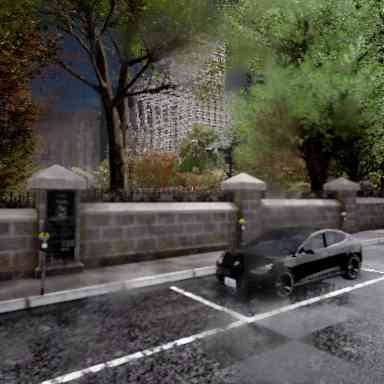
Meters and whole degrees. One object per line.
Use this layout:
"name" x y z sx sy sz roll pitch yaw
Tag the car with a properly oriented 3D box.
"car" 2.603 1.558 8.397 4.313 1.339 1.947 0 1 -35
